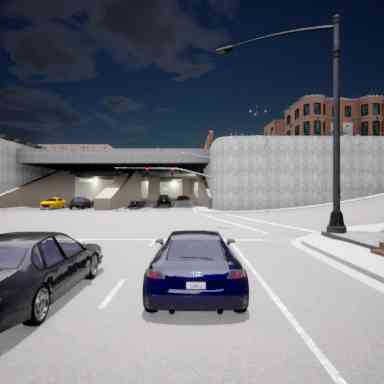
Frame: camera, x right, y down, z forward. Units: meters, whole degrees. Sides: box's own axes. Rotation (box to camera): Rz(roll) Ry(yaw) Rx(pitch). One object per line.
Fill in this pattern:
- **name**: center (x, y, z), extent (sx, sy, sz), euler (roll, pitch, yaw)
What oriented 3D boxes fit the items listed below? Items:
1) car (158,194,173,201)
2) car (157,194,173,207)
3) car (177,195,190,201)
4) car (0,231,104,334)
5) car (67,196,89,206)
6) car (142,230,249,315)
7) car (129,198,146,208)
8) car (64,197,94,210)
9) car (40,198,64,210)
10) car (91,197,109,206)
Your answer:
- **car**: center (-6.539, 1.355, 83.385), extent (2.097, 1.767, 4.553), euler (0, 0, 20)
- **car**: center (-4.320, 1.352, 52.698), extent (2.097, 1.767, 4.553), euler (0, 0, -1)
- **car**: center (-2.145, 1.524, 84.982), extent (1.812, 1.442, 4.674), euler (0, 0, 28)
- **car**: center (-3.426, 1.547, 6.977), extent (2.033, 1.411, 5.357), euler (0, 0, 0)
- **car**: center (-18.553, 1.492, 54.355), extent (2.128, 1.511, 4.902), euler (0, 0, -1)
- **car**: center (0.075, 1.564, 7.676), extent (1.994, 1.385, 4.181), euler (0, 0, 0)
- **car**: center (-7.698, 1.547, 47.028), extent (2.033, 1.411, 5.357), euler (0, 0, -1)
- **car**: center (-14.809, 1.547, 44.306), extent (2.033, 1.411, 5.357), euler (0, 0, -1)
- **car**: center (-18.297, 1.477, 43.904), extent (1.882, 1.535, 5.008), euler (0, 0, -1)
- **car**: center (-15.060, 1.525, 54.672), extent (1.812, 1.442, 4.674), euler (0, 0, -1)
